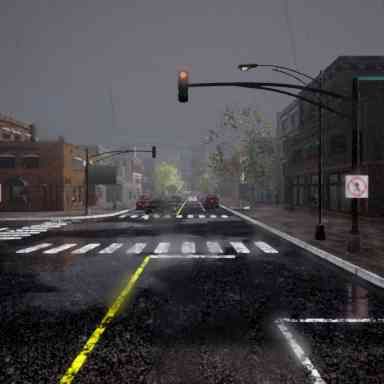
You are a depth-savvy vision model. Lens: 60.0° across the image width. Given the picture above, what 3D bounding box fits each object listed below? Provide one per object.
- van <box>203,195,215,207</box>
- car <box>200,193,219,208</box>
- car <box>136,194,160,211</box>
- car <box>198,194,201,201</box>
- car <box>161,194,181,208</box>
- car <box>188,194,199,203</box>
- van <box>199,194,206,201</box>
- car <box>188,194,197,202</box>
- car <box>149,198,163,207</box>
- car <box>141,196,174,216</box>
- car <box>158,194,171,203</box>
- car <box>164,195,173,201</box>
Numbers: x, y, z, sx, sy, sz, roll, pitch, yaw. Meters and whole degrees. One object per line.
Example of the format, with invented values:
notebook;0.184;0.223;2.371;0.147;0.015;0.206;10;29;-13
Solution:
van;2.712;1.329;52.471;1.690;1.788;3.998;-1;0;0
car;2.709;1.304;46.927;2.192;1.841;5.009;-1;0;0
car;-5.674;1.306;41.386;2.192;1.841;5.009;-1;0;0
car;2.719;1.536;63.559;2.008;1.369;4.403;-1;0;0
car;-3.059;1.477;47.478;2.128;1.511;4.902;0;0;0
car;0.131;1.509;69.111;1.812;1.442;4.674;0;0;0
van;2.728;1.319;85.735;1.690;1.788;3.998;-1;0;0
car;0.039;1.335;79.249;2.097;1.767;4.553;0;0;0
car;-5.667;1.570;52.475;1.802;1.307;4.206;-1;0;0
car;-3.334;1.472;33.139;1.882;1.535;5.008;0;0;4
car;-5.661;1.298;69.107;2.192;1.841;5.009;-1;0;0
car;-5.654;1.525;80.195;1.887;1.381;4.507;-1;0;0
